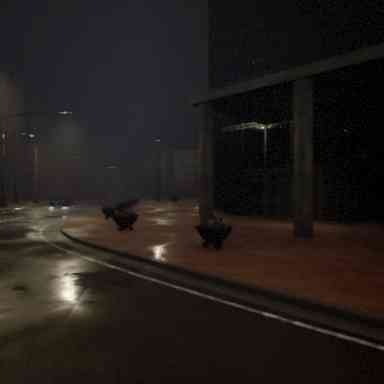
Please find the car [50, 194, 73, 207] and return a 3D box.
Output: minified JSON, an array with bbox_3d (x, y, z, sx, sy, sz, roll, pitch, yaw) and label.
[{"bbox_3d":[-16.288,1.037,41.848,1.812,1.442,4.674,0,1,-5],"label":"car"}]
